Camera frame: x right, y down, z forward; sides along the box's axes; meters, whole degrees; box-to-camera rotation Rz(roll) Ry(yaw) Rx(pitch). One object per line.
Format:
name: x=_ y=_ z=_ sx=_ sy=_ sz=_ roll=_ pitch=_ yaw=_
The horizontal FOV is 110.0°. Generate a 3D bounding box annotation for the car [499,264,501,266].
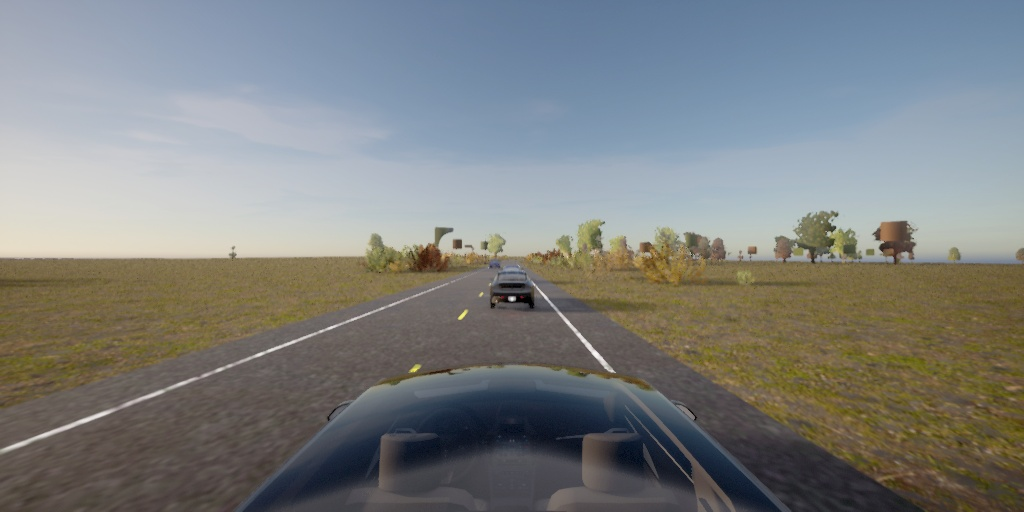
car: x=0.016 y=1.548 z=31.224 sx=1.812 sy=1.442 sz=4.674 roll=0 pitch=0 yaw=0

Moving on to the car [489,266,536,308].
car: x=0.010 y=1.395 z=16.151 sx=1.837 sy=1.490 sz=4.892 roll=0 pitch=0 yaw=0
